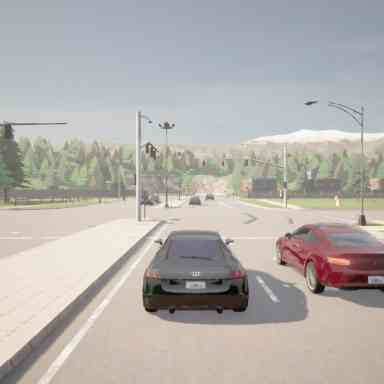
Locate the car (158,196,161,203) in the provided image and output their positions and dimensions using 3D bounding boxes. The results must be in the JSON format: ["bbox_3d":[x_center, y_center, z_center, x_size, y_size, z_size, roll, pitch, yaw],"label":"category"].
[{"bbox_3d":[-7.394,1.505,66.772,1.837,1.490,4.892,0,0,1],"label":"car"}]

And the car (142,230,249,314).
[{"bbox_3d":[0.056,1.564,7.704,1.994,1.385,4.181,0,0,0],"label":"car"}]

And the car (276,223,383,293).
[{"bbox_3d":[3.554,1.526,8.708,1.812,1.442,4.674,0,0,0],"label":"car"}]

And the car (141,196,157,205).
[{"bbox_3d":[-7.577,1.601,56.336,1.895,1.301,4.718,0,0,1],"label":"car"}]

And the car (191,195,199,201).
[{"bbox_3d":[0.835,1.428,82.164,1.895,1.301,4.718,0,0,1],"label":"car"}]

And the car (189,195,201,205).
[{"bbox_3d":[0.491,1.563,56.708,1.994,1.385,4.181,0,0,1],"label":"car"}]

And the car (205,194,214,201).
[{"bbox_3d":[4.334,1.188,82.059,2.097,1.767,4.553,0,0,1],"label":"car"}]
